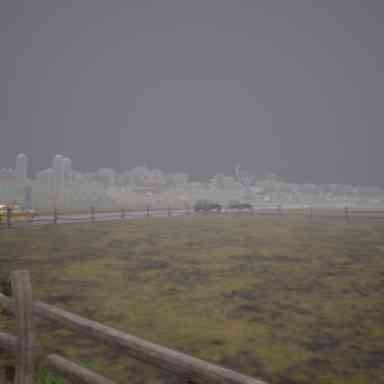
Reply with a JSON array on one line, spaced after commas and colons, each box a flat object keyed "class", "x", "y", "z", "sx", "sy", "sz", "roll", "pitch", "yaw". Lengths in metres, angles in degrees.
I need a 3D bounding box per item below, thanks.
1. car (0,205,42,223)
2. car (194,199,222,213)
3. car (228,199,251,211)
[{"class": "car", "x": -14.906, "y": 1.809, "z": 27.299, "sx": 1.882, "sy": 1.535, "sz": 5.008, "roll": 2, "pitch": 0, "yaw": 36}, {"class": "car", "x": 2.541, "y": 2.061, "z": 51.514, "sx": 2.150, "sy": 2.045, "sz": 5.566, "roll": 2, "pitch": 0, "yaw": 36}, {"class": "car", "x": 8.568, "y": 2.251, "z": 59.981, "sx": 2.150, "sy": 2.045, "sz": 5.566, "roll": 2, "pitch": 0, "yaw": 36}]
